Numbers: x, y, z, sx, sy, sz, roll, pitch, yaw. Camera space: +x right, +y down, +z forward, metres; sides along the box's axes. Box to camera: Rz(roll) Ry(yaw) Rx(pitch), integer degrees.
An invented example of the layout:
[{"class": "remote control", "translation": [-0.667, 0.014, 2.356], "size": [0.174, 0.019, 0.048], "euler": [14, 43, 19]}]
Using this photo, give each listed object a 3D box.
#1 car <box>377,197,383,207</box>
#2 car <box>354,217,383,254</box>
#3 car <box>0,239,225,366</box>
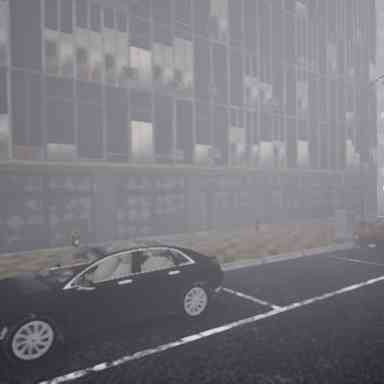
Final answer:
[{"class": "car", "translation": [22.340, 1.191, 42.124], "size": [1.752, 1.417, 4.829], "euler": [-1, 1, -35]}, {"class": "car", "translation": [7.752, 1.515, 12.267], "size": [4.507, 1.381, 1.887], "euler": [0, -1, -35]}, {"class": "car", "translation": [-1.422, 1.546, 5.687], "size": [4.403, 1.369, 2.008], "euler": [0, -1, -35]}]
